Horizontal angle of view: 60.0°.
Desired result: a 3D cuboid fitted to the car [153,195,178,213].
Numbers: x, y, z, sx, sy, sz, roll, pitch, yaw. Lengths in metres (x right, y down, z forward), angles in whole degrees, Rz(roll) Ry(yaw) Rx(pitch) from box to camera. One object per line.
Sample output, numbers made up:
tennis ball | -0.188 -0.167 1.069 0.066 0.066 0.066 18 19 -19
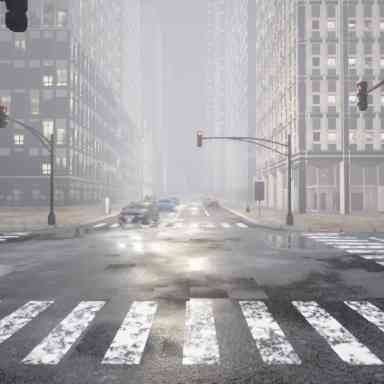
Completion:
car | -2.998 1.492 37.852 1.882 1.535 5.008 0 0 0

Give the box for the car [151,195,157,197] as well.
car | -5.554 1.332 44.991 2.192 1.841 5.009 1 0 0

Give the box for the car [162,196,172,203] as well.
car | -5.485 1.573 72.866 1.887 1.381 4.507 1 0 0

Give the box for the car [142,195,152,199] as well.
car | -5.585 1.453 33.840 1.967 1.590 4.097 1 0 0

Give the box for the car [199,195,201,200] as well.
car | 2.865 1.590 61.763 1.947 1.339 4.313 1 0 0

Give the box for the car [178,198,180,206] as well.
car | -2.939 1.527 54.134 1.837 1.490 4.892 0 0 0

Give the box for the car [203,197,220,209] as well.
car | 2.821 1.599 45.030 1.802 1.307 4.206 1 0 0

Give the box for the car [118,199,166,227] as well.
car | -3.589 1.501 23.230 2.128 1.511 4.902 0 0 8

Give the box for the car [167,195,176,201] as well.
car | -5.442 1.587 89.592 2.008 1.369 4.403 1 0 0

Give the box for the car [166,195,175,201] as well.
car | -5.456 1.578 84.016 1.887 1.381 4.507 1 0 0

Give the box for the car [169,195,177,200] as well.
car | -5.428 1.605 95.167 1.947 1.339 4.313 1 0 0

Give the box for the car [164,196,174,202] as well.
car | -5.471 1.582 78.441 2.008 1.369 4.403 1 0 0

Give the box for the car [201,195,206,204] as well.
car | 2.852 1.547 56.356 1.752 1.417 4.829 1 0 0
